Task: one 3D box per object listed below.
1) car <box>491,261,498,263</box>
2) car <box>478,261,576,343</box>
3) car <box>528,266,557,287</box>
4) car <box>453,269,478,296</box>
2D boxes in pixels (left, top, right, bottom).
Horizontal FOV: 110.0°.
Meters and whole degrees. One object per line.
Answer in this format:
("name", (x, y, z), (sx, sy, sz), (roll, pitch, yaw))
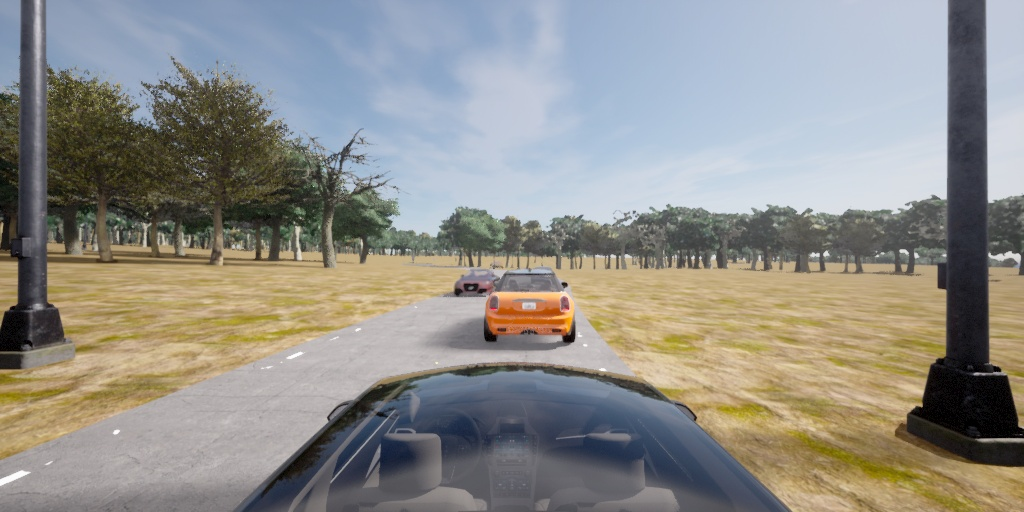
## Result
("car", (-2.622, 1.570, 60.914), (1.882, 1.535, 5.008), (0, -1, -13))
("car", (0.520, 1.128, 9.991), (2.097, 1.767, 4.553), (0, 0, 4))
("car", (2.430, 1.525, 28.206), (2.033, 1.411, 5.357), (0, -1, 5))
("car", (-1.829, 1.435, 19.849), (1.994, 1.385, 4.181), (0, -1, 7))
